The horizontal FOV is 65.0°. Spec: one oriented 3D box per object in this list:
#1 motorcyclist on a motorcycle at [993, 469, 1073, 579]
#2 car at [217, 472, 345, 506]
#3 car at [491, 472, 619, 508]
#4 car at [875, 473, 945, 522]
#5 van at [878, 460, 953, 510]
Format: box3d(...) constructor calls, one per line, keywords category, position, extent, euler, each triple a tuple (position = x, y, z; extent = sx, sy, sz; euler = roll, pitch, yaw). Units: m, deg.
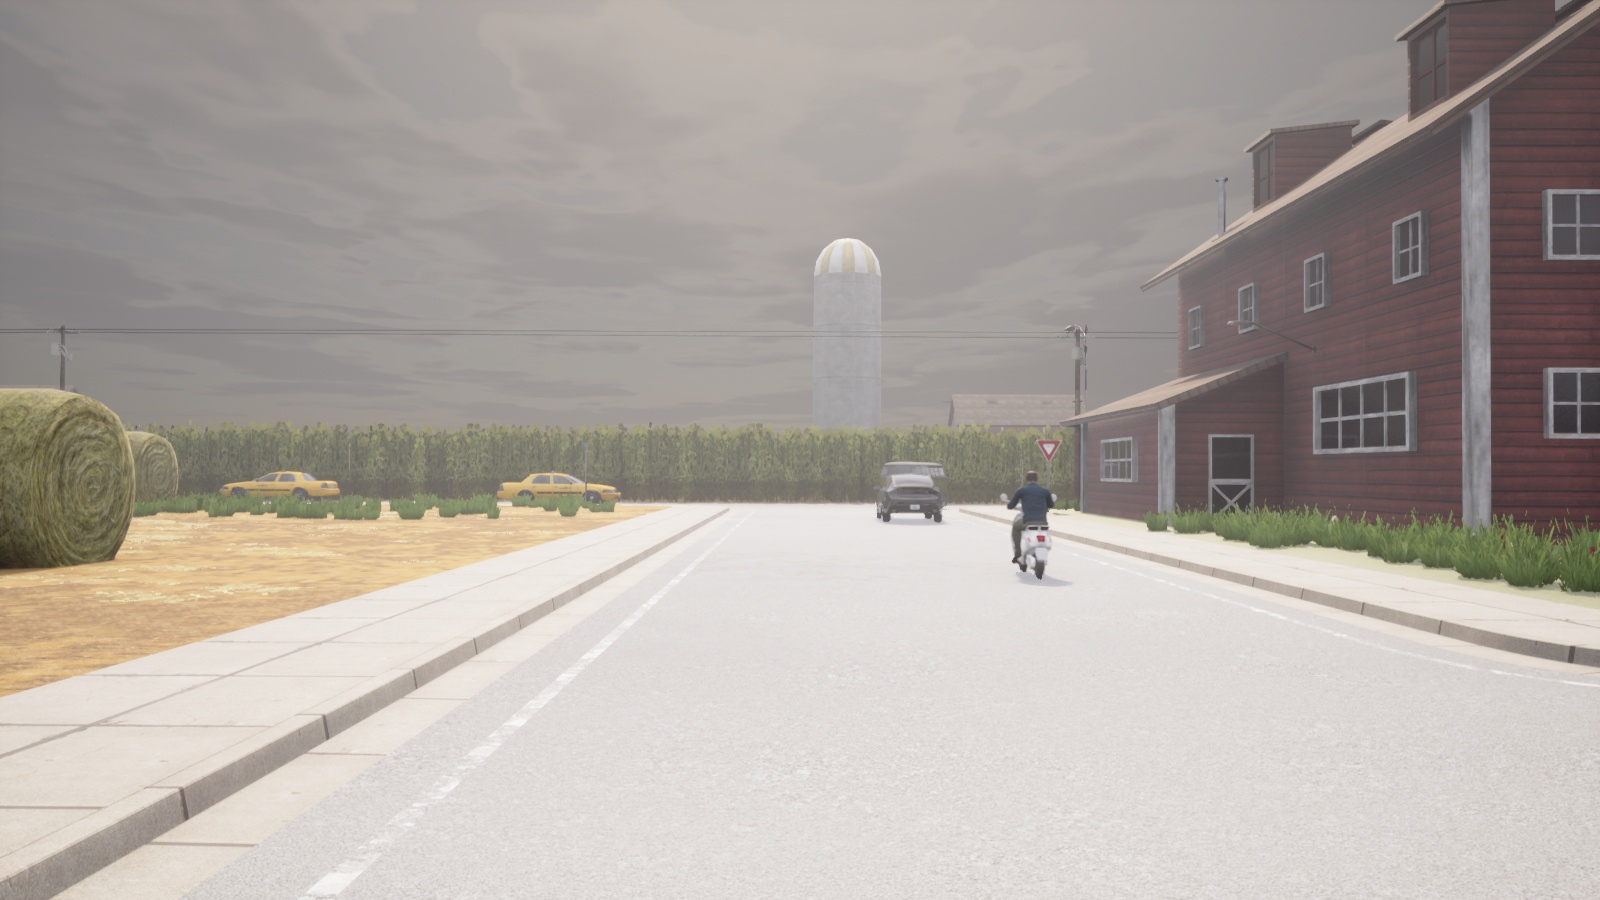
box3d(category="motorcyclist on a motorcycle", position=(3.498, 1.079, 19.020), extent=(0.866, 1.590, 1.817), euler=(0, -1, 0))
box3d(category="car", position=(-24.669, 1.866, 59.802), extent=(5.366, 1.575, 1.801), euler=(0, -1, 1))
box3d(category="car", position=(-10.899, 1.761, 56.101), extent=(5.366, 1.575, 1.801), euler=(0, -1, 1))
box3d(category="car", position=(3.490, 1.493, 40.548), extent=(1.837, 1.490, 4.892), euler=(0, -1, 0))
box3d(category="van", position=(4.855, 1.440, 52.227), extent=(1.775, 1.987, 4.442), euler=(-1, -2, 24))
